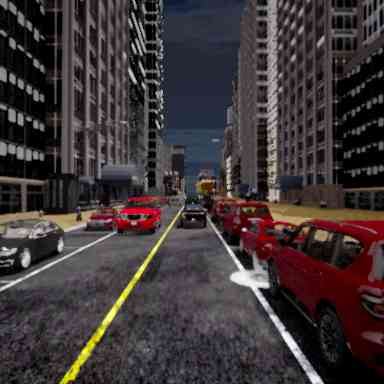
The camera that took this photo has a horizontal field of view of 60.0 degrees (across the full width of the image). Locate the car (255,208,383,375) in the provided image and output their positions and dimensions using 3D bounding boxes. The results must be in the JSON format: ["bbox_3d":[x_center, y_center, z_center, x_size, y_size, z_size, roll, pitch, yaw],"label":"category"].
[{"bbox_3d":[2.693,1.352,5.601,2.192,1.841,5.009,0,0,0],"label":"car"}]

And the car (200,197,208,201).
[{"bbox_3d":[2.348,1.738,40.778,1.882,1.535,5.008,0,0,0],"label":"car"}]

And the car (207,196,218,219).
[{"bbox_3d":[2.686,1.493,27.759,2.192,1.841,5.009,0,0,0],"label":"car"}]

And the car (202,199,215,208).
[{"bbox_3d":[2.677,1.919,55.453,1.947,1.339,4.313,0,0,0],"label":"car"}]

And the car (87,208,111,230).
[{"bbox_3d":[-5.693,1.725,22.215,1.802,1.307,4.206,0,0,0],"label":"car"}]

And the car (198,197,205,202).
[{"bbox_3d":[2.664,2.121,94.397,1.752,1.417,4.829,0,0,0],"label":"car"}]

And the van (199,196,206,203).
[{"bbox_3d":[2.668,1.867,83.150,1.690,1.788,3.998,0,0,0],"label":"van"}]

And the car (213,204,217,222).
[{"bbox_3d":[2.687,1.709,22.218,1.947,1.339,4.313,0,0,0],"label":"car"}]

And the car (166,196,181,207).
[{"bbox_3d":[-3.048,1.736,60.444,2.097,1.767,4.553,0,0,1],"label":"car"}]

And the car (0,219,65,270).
[{"bbox_3d":[-5.690,1.623,11.136,2.008,1.369,4.403,0,0,0],"label":"car"}]

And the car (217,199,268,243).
[{"bbox_3d":[2.689,1.423,16.681,2.192,1.841,5.009,0,0,0],"label":"car"}]

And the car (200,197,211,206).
[{"bbox_3d":[2.673,1.862,66.532,1.967,1.590,4.097,0,0,0],"label":"car"}]

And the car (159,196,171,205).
[{"bbox_3d":[-5.708,1.772,72.069,2.192,1.841,5.009,0,0,0],"label":"car"}]

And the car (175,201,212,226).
[{"bbox_3d":[0.092,1.648,24.441,2.128,1.511,4.902,0,0,0],"label":"car"}]

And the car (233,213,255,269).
[{"bbox_3d":[2.690,1.617,11.139,1.887,1.381,4.507,0,0,0],"label":"car"}]

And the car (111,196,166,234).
[{"bbox_3d":[-3.106,1.357,20.528,2.150,2.045,5.566,0,-1,0],"label":"car"}]

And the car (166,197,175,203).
[{"bbox_3d":[-5.715,2.105,88.685,1.887,1.381,4.507,0,0,0],"label":"car"}]

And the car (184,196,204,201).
[{"bbox_3d":[0.086,1.515,45.646,2.150,2.045,5.566,0,0,0],"label":"car"}]
